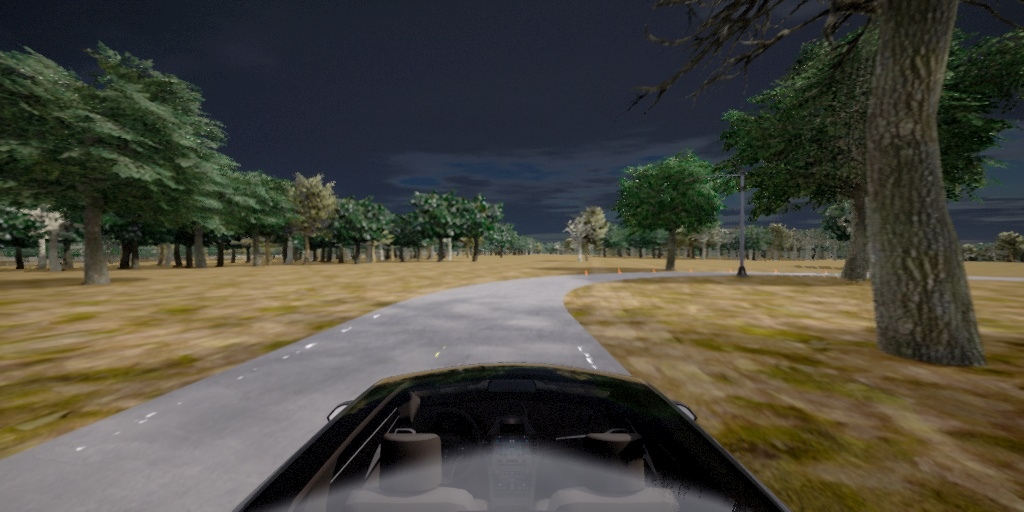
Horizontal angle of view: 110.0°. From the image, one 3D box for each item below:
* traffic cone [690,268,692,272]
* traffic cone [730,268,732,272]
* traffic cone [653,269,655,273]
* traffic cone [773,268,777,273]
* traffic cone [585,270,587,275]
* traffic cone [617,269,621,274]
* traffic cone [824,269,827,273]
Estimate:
[{"bbox_3d":[22.399,1.757,44.957,0.340,0.580,0.340,0,0,-12],"label":"traffic cone"},{"bbox_3d":[27.816,1.783,45.610,0.340,0.580,0.340,0,0,-2],"label":"traffic cone"},{"bbox_3d":[17.186,1.739,43.422,0.340,0.580,0.340,0,0,-21],"label":"traffic cone"},{"bbox_3d":[33.267,1.815,45.322,0.340,0.580,0.340,0,0,8],"label":"traffic cone"},{"bbox_3d":[7.845,1.722,37.940,0.340,0.580,0.340,0,0,-40],"label":"traffic cone"},{"bbox_3d":[12.292,1.729,41.062,0.340,0.580,0.340,0,0,-30],"label":"traffic cone"},{"bbox_3d":[38.588,1.850,44.103,0.340,0.580,0.340,0,0,18],"label":"traffic cone"}]
